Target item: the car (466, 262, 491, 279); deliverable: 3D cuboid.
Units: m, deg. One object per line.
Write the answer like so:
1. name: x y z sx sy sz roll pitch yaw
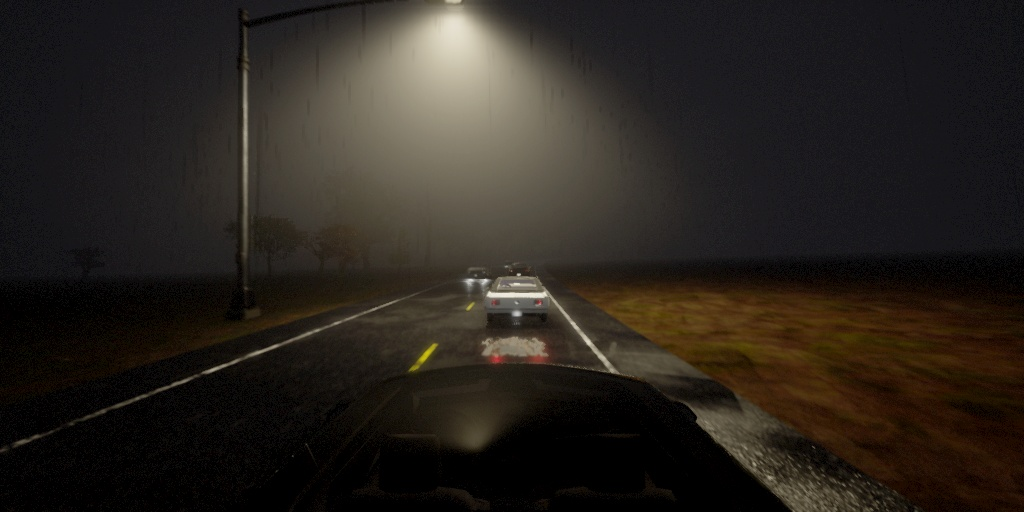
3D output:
1. car: -2.970 1.293 33.223 2.033 1.411 5.357 0 0 2

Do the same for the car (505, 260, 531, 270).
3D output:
1. car: 0.623 1.273 30.098 1.812 1.442 4.674 0 0 2

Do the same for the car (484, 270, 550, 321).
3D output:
1. car: 0.176 1.351 12.419 1.895 1.301 4.718 0 0 1
